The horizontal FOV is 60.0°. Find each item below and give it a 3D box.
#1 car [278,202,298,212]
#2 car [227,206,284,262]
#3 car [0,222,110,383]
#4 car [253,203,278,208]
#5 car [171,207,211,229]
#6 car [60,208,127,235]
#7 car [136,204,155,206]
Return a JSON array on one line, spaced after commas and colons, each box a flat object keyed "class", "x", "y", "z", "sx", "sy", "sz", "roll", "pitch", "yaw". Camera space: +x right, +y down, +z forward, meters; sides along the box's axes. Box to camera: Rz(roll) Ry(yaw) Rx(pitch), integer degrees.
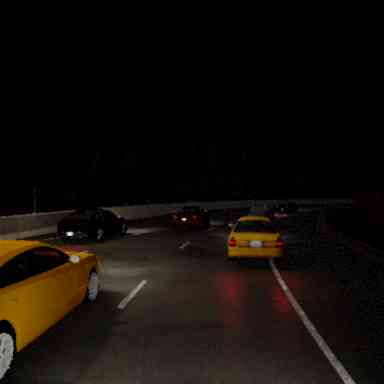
[{"class": "car", "x": 12.585, "y": 1.918, "z": 43.958, "sx": 1.895, "sy": 1.301, "sz": 4.718, "roll": 0, "pitch": -1, "yaw": 32}, {"class": "car", "x": 2.314, "y": 1.545, "z": 12.488, "sx": 1.801, "sy": 1.575, "sz": 5.366, "roll": 0, "pitch": 0, "yaw": 9}, {"class": "car", "x": -3.057, "y": 1.510, "z": 5.314, "sx": 1.882, "sy": 1.535, "sz": 5.008, "roll": 0, "pitch": 0, "yaw": 4}, {"class": "car", "x": 6.892, "y": 1.758, "z": 32.643, "sx": 1.812, "sy": 1.442, "sz": 4.674, "roll": 0, "pitch": 0, "yaw": 24}, {"class": "car", "x": 0.026, "y": 1.721, "z": 22.958, "sx": 1.994, "sy": 1.385, "sz": 4.181, "roll": 0, "pitch": 0, "yaw": 15}, {"class": "car", "x": -4.944, "y": 1.615, "z": 17.136, "sx": 1.837, "sy": 1.490, "sz": 4.892, "roll": 0, "pitch": 0, "yaw": 11}, {"class": "car", "x": -5.290, "y": 1.811, "z": 47.841, "sx": 2.128, "sy": 1.511, "sz": 4.902, "roll": 0, "pitch": -1, "yaw": 28}]
